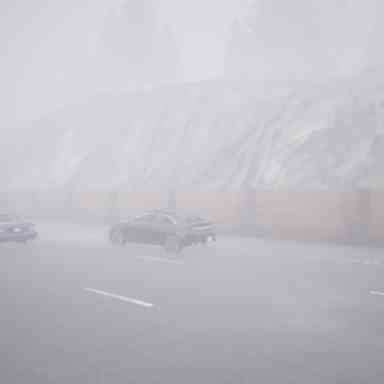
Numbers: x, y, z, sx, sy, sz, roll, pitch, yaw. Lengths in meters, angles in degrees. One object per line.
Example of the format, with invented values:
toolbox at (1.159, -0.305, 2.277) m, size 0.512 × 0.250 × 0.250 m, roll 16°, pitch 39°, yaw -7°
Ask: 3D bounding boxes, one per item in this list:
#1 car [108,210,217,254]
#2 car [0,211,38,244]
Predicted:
car at (-1.337, 1.502, 13.540) m, size 4.902 × 1.511 × 2.128 m, roll 0°, pitch 0°, yaw 35°
car at (-8.997, 1.565, 14.700) m, size 5.357 × 1.411 × 2.033 m, roll 0°, pitch 0°, yaw 35°
